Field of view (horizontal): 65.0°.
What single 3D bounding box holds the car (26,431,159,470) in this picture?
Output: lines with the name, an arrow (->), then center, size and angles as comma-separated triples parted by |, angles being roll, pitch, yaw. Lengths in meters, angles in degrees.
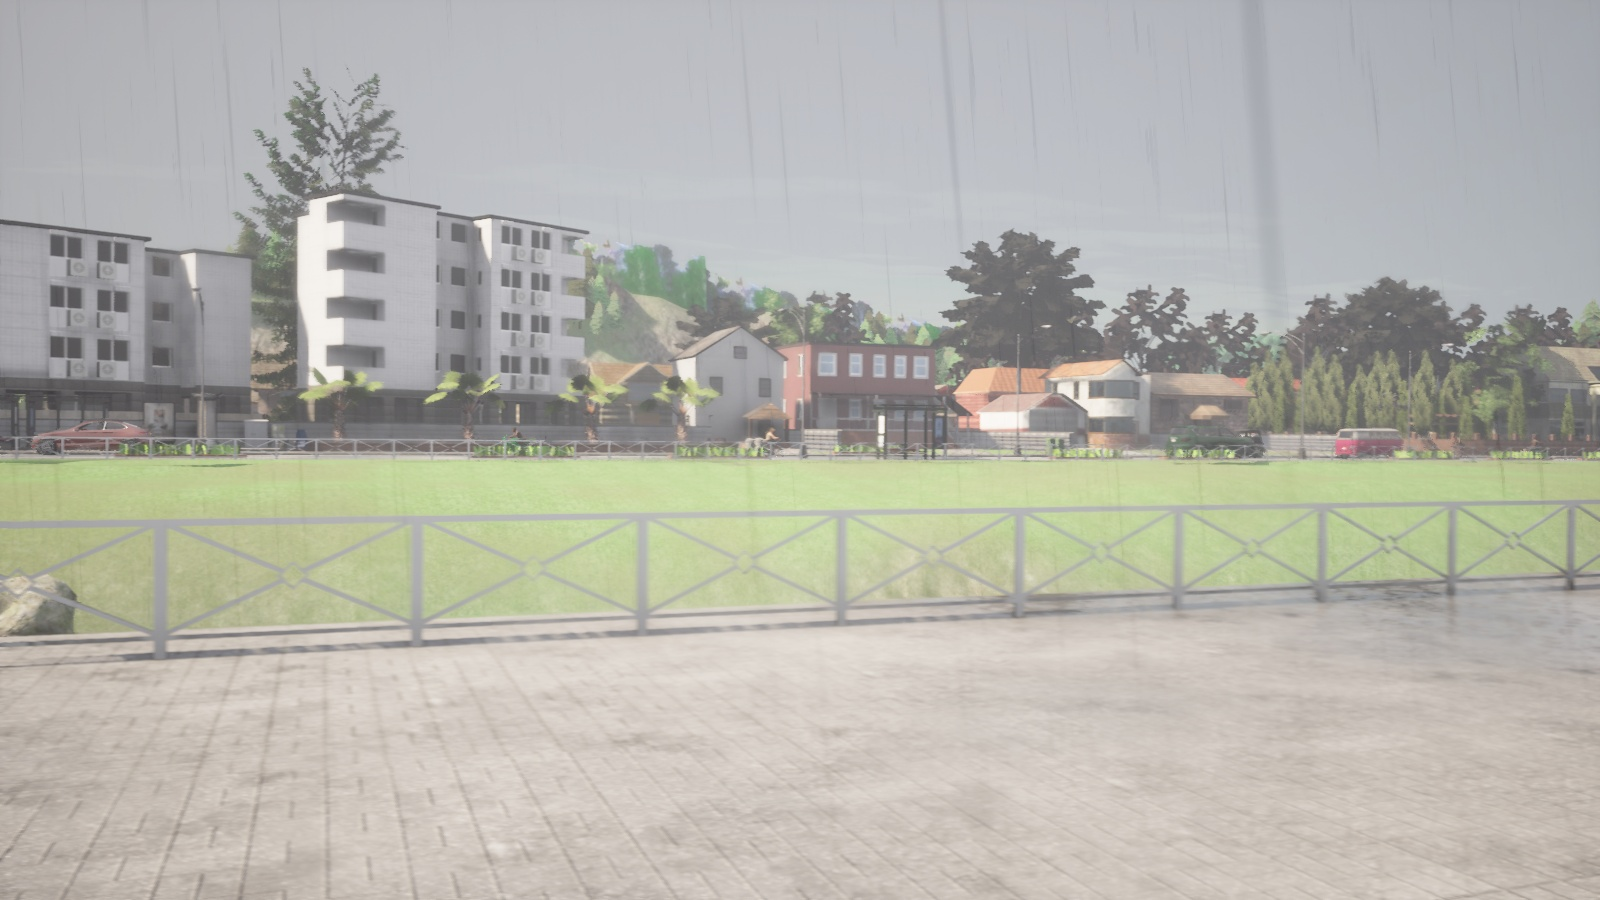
car -> -32.319, -0.010, 57.516 | 5.027, 1.651, 2.152 | -1, 1, -21

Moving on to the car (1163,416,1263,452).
car -> 24.598, -0.967, 74.832 | 5.566, 2.045, 2.150 | -1, 1, -21

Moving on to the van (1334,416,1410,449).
van -> 36.078, -1.128, 79.187 | 4.442, 1.987, 1.775 | -1, 1, -21

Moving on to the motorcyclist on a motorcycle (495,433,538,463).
motorcyclist on a motorcycle -> -14.520, -0.109, 64.272 | 2.044, 1.523, 0.797 | -1, 1, -21

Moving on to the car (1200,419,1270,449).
car -> 27.828, -1.014, 80.336 | 3.866, 1.878, 1.905 | -1, 1, -21
